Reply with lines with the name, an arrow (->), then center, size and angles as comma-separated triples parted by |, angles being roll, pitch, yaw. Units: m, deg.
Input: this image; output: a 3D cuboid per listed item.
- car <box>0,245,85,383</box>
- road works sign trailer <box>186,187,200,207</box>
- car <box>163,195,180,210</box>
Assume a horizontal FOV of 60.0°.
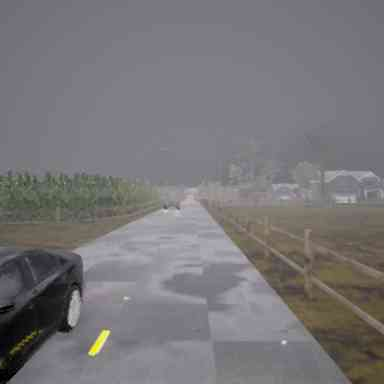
car -> -2.850, 1.477, 3.979 | 1.882, 1.535, 5.008 | 0, 0, 0
road works sign trailer -> 0.117, 0.878, 60.866 | 2.380, 3.560, 2.880 | 0, -1, -5
car -> -2.818, 1.477, 47.284 | 2.150, 2.045, 5.566 | 0, -1, 0
